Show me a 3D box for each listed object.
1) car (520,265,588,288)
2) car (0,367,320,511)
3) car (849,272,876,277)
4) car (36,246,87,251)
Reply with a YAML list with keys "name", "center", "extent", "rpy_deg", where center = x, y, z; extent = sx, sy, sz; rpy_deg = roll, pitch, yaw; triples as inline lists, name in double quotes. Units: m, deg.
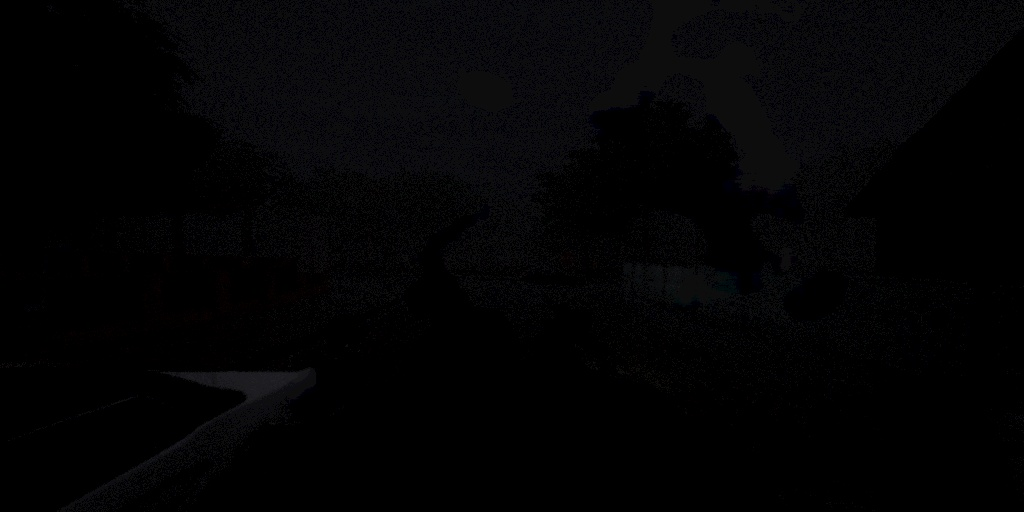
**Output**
- name: "car"
  center: [2.890, 1.396, 24.777]
  extent: [4.674, 1.442, 1.812]
  rpy_deg: [3, 0, -4]
- name: "car"
  center: [-2.870, 1.355, 1.391]
  extent: [1.895, 1.301, 4.718]
  rpy_deg: [0, 0, 0]
- name: "car"
  center: [26.752, 1.944, 26.050]
  extent: [4.902, 1.511, 2.128]
  rpy_deg: [1, 1, 1]
- name: "car"
  center: [-28.243, 0.163, 22.765]
  extent: [5.008, 1.535, 1.882]
  rpy_deg: [3, 1, -4]
